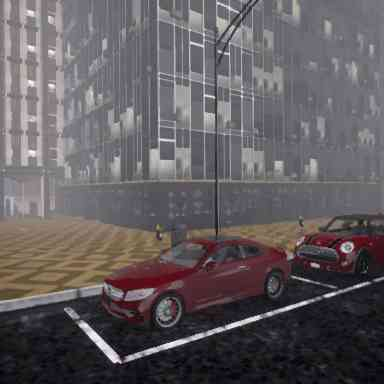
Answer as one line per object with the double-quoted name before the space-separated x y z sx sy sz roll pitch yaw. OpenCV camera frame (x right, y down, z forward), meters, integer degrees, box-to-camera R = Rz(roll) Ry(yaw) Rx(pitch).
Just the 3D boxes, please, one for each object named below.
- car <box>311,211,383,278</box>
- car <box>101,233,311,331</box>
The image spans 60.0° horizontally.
"car" 4.921 1.437 10.080 4.097 1.590 1.967 0 -1 -35
"car" 0.294 1.580 6.778 4.206 1.307 1.802 0 -1 -35
